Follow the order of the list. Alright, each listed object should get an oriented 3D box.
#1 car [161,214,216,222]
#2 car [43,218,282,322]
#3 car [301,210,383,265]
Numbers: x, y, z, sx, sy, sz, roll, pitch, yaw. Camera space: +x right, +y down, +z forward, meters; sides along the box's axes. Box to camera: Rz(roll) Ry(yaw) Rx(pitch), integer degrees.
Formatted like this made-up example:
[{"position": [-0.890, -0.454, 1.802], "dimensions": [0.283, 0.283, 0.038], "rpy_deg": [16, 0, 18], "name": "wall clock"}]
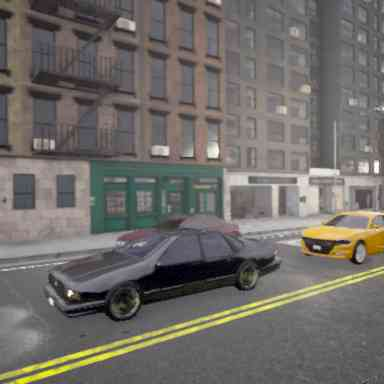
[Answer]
[{"position": [-0.274, 1.519, 11.422], "dimensions": [4.674, 1.442, 1.812], "rpy_deg": [0, 0, -35], "name": "car"}, {"position": [-0.321, 1.545, 7.446], "dimensions": [5.357, 1.411, 2.033], "rpy_deg": [0, 0, -35], "name": "car"}, {"position": [5.913, 1.439, 11.795], "dimensions": [5.008, 1.535, 1.882], "rpy_deg": [0, 0, -36], "name": "car"}]
